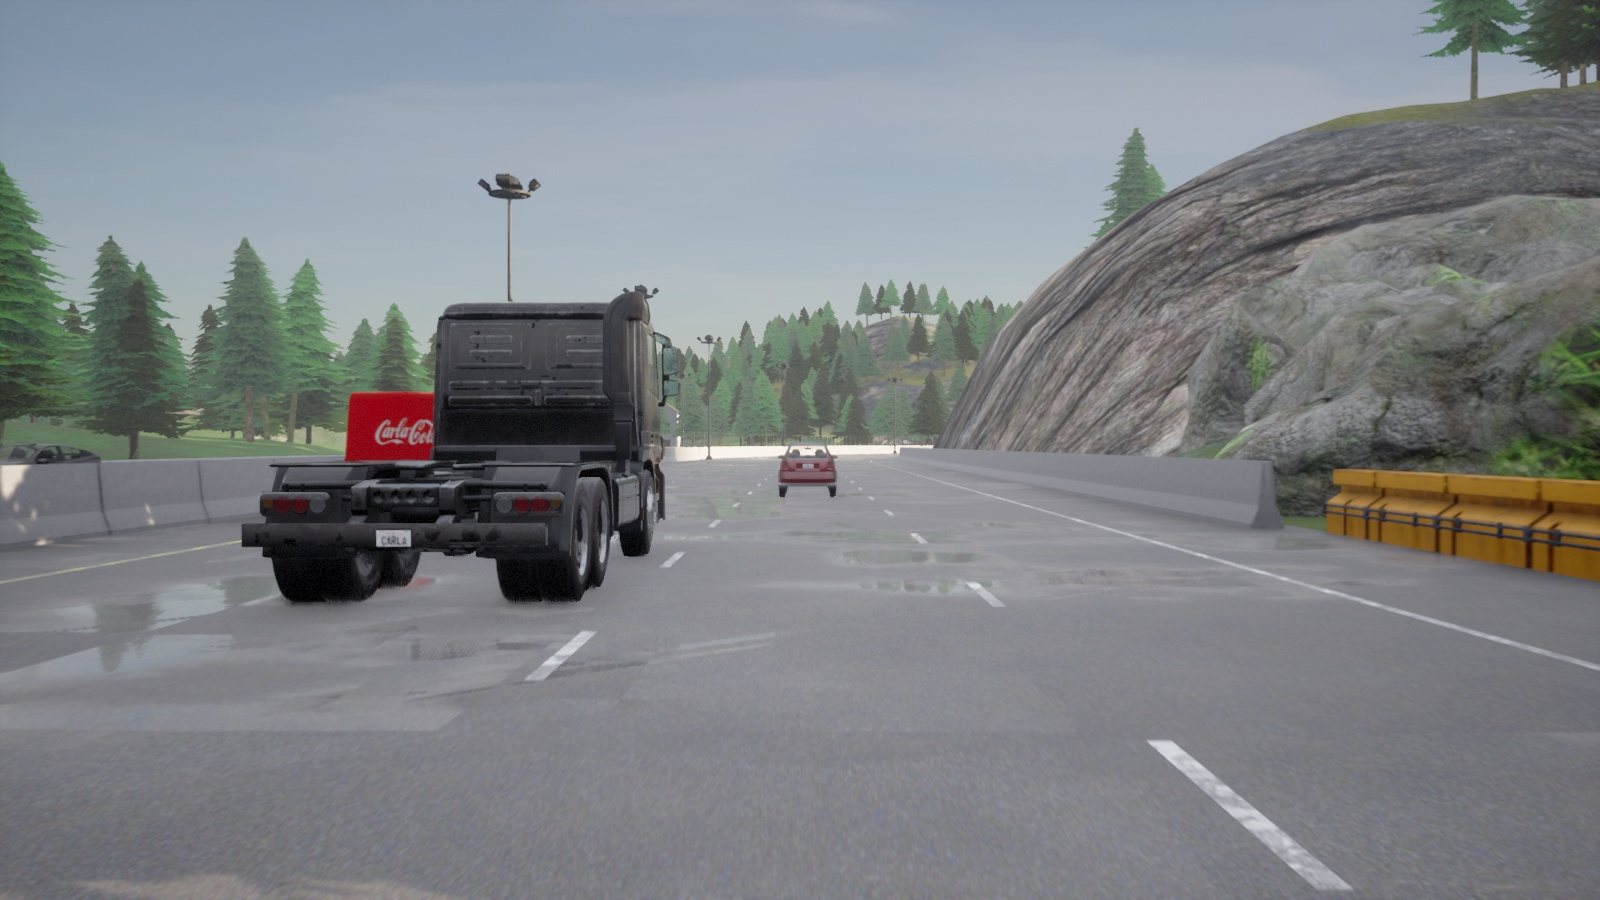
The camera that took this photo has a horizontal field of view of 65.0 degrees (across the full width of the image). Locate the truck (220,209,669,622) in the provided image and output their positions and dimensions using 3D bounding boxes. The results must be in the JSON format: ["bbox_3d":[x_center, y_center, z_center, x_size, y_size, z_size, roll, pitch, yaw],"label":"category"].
[{"bbox_3d":[-3.401,-0.306,14.514,2.891,3.462,7.936,0,0,0],"label":"truck"}]

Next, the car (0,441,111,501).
[{"bbox_3d":[-20.792,0.519,33.794,2.007,1.525,4.514,0,0,0],"label":"car"}]

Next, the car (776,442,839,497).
[{"bbox_3d":[0.228,0.551,37.411,1.789,1.549,3.705,0,0,0],"label":"car"}]

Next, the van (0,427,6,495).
[{"bbox_3d":[-24.287,0.317,34.764,1.775,1.987,4.442,0,0,0],"label":"van"}]

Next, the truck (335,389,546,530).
[{"bbox_3d":[-6.844,0.143,24.658,2.627,2.467,5.204,0,1,0],"label":"truck"}]
